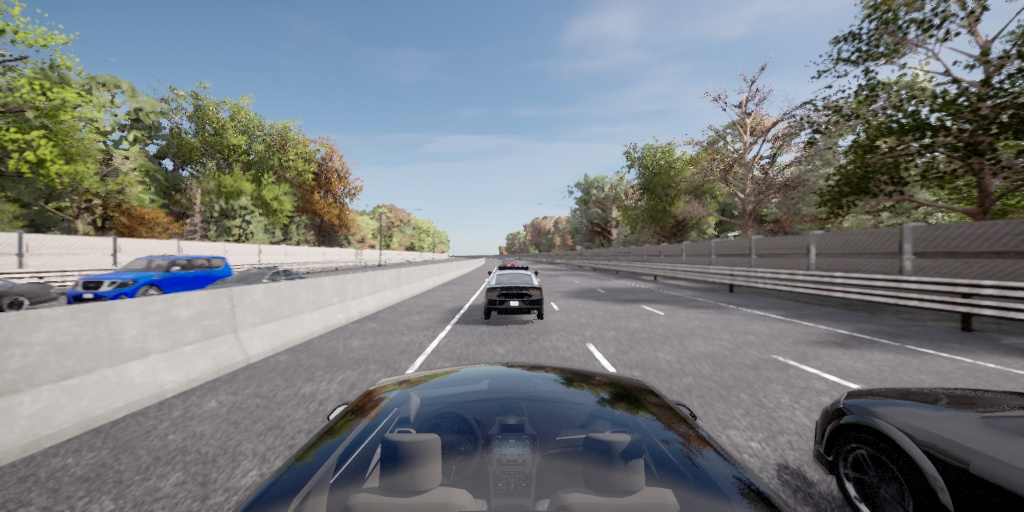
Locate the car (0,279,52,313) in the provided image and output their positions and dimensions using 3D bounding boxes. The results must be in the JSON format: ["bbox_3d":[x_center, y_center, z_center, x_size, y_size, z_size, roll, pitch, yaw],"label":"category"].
[{"bbox_3d":[-17.632,1.304,10.791,2.033,1.411,5.357,0,0,0],"label":"car"}]

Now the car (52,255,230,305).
[{"bbox_3d":[-14.160,0.979,14.716,2.150,2.045,5.566,0,0,0],"label":"car"}]

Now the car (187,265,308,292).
[{"bbox_3d":[-10.667,1.262,15.301,1.837,1.490,4.892,0,0,0],"label":"car"}]

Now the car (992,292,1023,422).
[{"bbox_3d":[7.091,1.226,2.088,1.882,1.535,5.008,0,0,0],"label":"car"}]

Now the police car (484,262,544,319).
[{"bbox_3d":[0.050,1.179,13.019,1.930,1.638,5.238,0,0,0],"label":"police car"}]

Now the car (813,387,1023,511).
[{"bbox_3d":[3.591,1.313,1.345,1.994,1.385,4.181,0,0,0],"label":"car"}]

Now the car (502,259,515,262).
[{"bbox_3d":[-0.408,1.117,43.014,2.097,1.767,4.553,0,0,-1],"label":"car"}]
